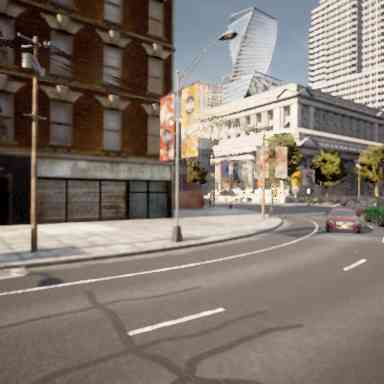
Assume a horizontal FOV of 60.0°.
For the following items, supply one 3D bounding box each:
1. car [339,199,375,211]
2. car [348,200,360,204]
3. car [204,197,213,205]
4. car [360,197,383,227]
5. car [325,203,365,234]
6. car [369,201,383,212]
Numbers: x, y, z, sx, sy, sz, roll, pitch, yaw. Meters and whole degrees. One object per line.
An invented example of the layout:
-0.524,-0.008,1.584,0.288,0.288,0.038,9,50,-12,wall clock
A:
23.803,1.842,48.190,2.002,1.452,4.674,0,0,-16,car
18.849,1.803,38.250,2.033,1.411,5.357,0,0,-5,car
2.325,1.782,67.340,2.128,1.511,4.902,0,0,-35,car
14.306,1.396,24.246,2.150,2.045,5.566,1,0,14,car
9.229,1.656,20.362,1.812,1.442,4.674,0,0,22,car
25.116,1.902,42.611,1.895,1.301,4.718,0,0,-6,car
